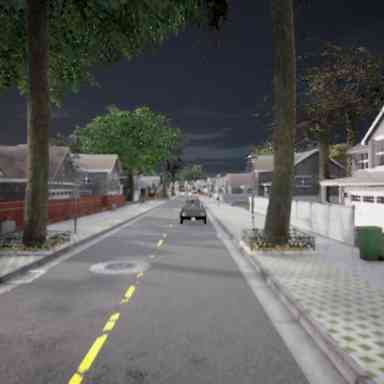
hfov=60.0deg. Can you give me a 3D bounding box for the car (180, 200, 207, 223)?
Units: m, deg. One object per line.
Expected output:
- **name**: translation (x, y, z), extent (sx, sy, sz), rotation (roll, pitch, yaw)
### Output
- **car**: translation (0.097, 1.512, 24.529), extent (1.895, 1.301, 4.718), rotation (0, 0, 0)

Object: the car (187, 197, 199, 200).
- **car**: translation (0.098, 1.348, 42.356), extent (1.837, 1.490, 4.892), rotation (0, 0, 0)
